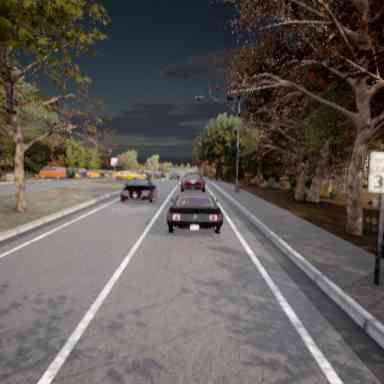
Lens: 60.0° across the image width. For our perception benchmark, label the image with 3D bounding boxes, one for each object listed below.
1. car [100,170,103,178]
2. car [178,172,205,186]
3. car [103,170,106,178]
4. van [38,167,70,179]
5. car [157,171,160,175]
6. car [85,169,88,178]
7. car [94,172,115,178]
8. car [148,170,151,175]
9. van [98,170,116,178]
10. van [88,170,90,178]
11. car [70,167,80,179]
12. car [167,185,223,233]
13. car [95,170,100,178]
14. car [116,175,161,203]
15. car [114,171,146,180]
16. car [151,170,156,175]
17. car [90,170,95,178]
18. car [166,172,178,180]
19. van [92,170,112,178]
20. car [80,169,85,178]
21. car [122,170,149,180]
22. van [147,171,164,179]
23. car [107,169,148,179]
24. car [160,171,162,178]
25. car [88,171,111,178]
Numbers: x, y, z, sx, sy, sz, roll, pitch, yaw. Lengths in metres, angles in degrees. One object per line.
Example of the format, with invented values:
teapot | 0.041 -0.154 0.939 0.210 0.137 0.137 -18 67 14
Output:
car | -23.477 -3.941 75.385 5.008 1.535 2.097 1 3 0
car | 0.082 -0.969 29.749 2.097 1.767 4.553 1 4 0
car | -23.479 -4.074 78.152 4.892 1.521 2.231 1 3 0
van | -23.577 -3.203 55.887 4.442 1.987 1.878 1 3 0
car | -10.409 -3.739 75.221 5.008 1.535 2.097 1 3 0
car | -23.464 -3.406 64.316 4.892 1.521 2.231 1 3 0
car | -23.501 -4.610 89.219 5.008 1.535 2.097 1 3 0
car | -10.393 -2.926 58.588 5.008 1.535 2.097 1 3 0
van | -23.379 -4.945 91.827 4.442 1.987 1.878 1 2 0
van | -23.587 -3.768 67.073 4.442 1.987 1.878 1 3 0
car | -23.489 -3.383 58.774 5.566 2.045 2.435 1 3 0
car | 0.095 0.675 13.068 1.895 1.301 4.718 1 5 0
car | -23.474 -3.802 72.493 5.008 1.535 2.097 1 3 0
car | -3.359 -0.145 21.622 1.994 1.385 4.181 1 5 0
car | -10.390 -2.775 55.820 4.892 1.521 2.231 1 3 0
car | -10.360 -3.454 64.117 5.566 2.045 2.435 1 3 0
car | -23.443 -3.799 69.844 4.553 1.767 2.185 1 3 0
car | -3.330 -3.040 63.326 1.837 1.490 4.892 1 3 0
van | -23.373 -4.700 86.441 4.442 1.987 1.878 1 3 0
car | -23.283 -3.272 61.552 5.366 1.575 1.946 1 3 0
car | -10.419 -3.193 61.355 4.553 1.767 2.185 1 3 0
van | -10.304 -4.840 94.607 4.442 1.987 1.878 1 2 0
car | -10.196 -2.619 53.055 5.366 1.575 1.946 1 3 0
car | -10.380 -3.977 80.767 4.792 1.488 2.163 1 3 0
car | -23.306 -4.343 83.687 5.366 1.575 1.946 1 3 0
